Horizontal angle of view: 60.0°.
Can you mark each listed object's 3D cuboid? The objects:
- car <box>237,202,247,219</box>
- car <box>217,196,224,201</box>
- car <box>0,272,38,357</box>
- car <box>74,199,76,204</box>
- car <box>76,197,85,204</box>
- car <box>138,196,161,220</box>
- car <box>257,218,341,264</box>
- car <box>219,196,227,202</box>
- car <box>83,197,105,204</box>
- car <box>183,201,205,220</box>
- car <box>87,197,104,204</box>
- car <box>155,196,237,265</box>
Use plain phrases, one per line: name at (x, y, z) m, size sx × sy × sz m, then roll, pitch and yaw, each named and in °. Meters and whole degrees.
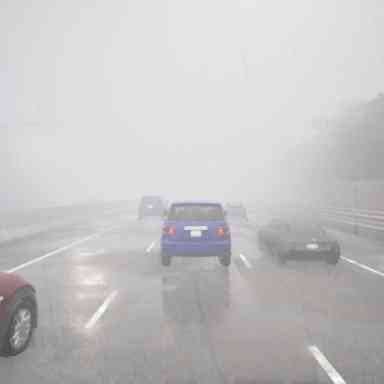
car at (3.712, 1.605, 29.853) m, size 2.128 × 1.511 × 4.902 m, roll 0°, pitch 0°, yaw 0°
car at (7.937, 1.787, 93.046) m, size 1.812 × 1.442 × 4.674 m, roll 0°, pitch 0°, yaw 1°
car at (-3.394, 1.364, 3.224) m, size 2.097 × 1.767 × 4.553 m, roll 0°, pitch 0°, yaw 0°
car at (-23.316, 1.772, 69.764) m, size 2.128 × 1.511 × 4.902 m, roll 0°, pitch 0°, yaw -2°
car at (-17.185, 1.764, 56.389) m, size 2.033 × 1.411 × 5.357 m, roll 0°, pitch 0°, yaw 1°
car at (-3.295, 1.331, 29.064) m, size 2.150 × 2.045 × 5.566 m, roll 0°, pitch 0°, yaw 0°
car at (3.625, 1.609, 12.009) m, size 1.994 × 1.385 × 4.181 m, roll 0°, pitch 0°, yaw 0°
car at (7.609, 1.674, 81.882) m, size 1.882 × 1.535 × 5.008 m, roll 0°, pitch 0°, yaw 2°
car at (-13.808, 1.786, 48.490) m, size 1.895 × 1.301 × 4.718 m, roll 0°, pitch 0°, yaw 1°
car at (0.212, 1.618, 29.923) m, size 1.837 × 1.490 × 4.892 m, roll 0°, pitch 0°, yaw 0°
car at (-20.454, 1.786, 70.554) m, size 2.033 × 1.411 × 5.357 m, roll 0°, pitch 0°, yaw 1°
car at (0.123, 1.267, 12.022) m, size 2.150 × 2.045 × 5.566 m, roll 0°, pitch 0°, yaw 0°
